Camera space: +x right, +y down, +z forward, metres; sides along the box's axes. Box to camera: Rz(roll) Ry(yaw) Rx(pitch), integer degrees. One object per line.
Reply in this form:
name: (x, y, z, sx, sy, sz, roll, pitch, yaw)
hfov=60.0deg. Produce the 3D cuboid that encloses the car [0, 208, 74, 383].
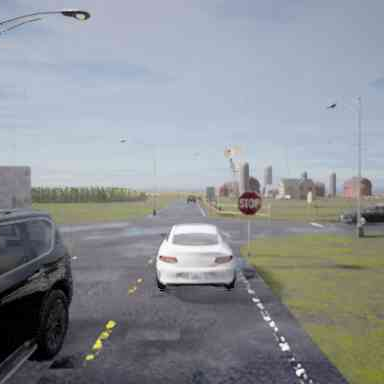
car: (-2.900, 1.239, 3.051, 2.150, 2.045, 5.566, 0, 0, -1)

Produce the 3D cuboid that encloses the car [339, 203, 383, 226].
car: (13.213, 1.612, 24.078, 4.892, 1.490, 1.837, 0, 0, -3)

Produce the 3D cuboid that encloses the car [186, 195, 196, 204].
car: (-0.141, 1.674, 78.373, 2.150, 2.045, 5.566, 0, 0, 0)

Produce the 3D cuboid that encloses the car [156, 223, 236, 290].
car: (0.084, 1.576, 9.137, 1.812, 1.442, 4.674, 0, 0, 0)
